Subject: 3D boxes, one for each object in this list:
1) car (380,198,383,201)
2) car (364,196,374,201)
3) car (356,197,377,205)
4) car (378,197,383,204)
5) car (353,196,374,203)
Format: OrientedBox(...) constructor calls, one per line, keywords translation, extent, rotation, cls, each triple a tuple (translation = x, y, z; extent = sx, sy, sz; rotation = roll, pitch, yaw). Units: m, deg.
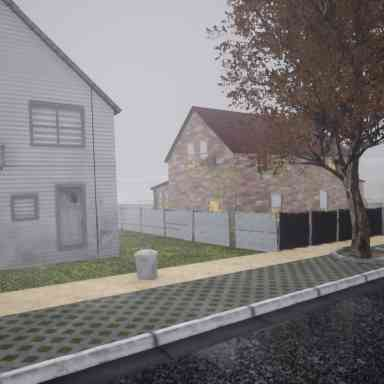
OrientedBox(translation=(28.490, 1.854, 46.352), extent=(2.033, 1.411, 5.357), rotation=(-2, 0, 1), cls="car")
OrientedBox(translation=(31.955, 1.899, 60.755), extent=(1.895, 1.301, 4.718), rotation=(-2, 0, 1), cls="car")
OrientedBox(translation=(35.266, 1.794, 67.313), extent=(1.994, 1.385, 4.181), rotation=(-2, 0, 0), cls="car")
OrientedBox(translation=(38.493, 1.659, 64.929), extent=(1.994, 1.385, 4.181), rotation=(-2, 0, 0), cls="car")
OrientedBox(translation=(38.577, 1.611, 74.943), extent=(2.128, 1.511, 4.902), rotation=(-2, 0, 0), cls="car")
